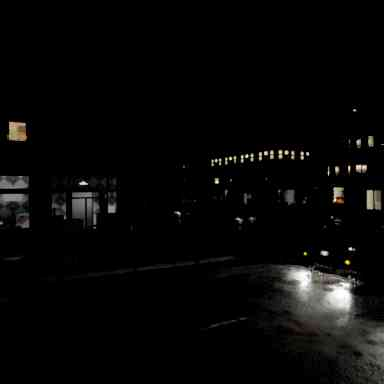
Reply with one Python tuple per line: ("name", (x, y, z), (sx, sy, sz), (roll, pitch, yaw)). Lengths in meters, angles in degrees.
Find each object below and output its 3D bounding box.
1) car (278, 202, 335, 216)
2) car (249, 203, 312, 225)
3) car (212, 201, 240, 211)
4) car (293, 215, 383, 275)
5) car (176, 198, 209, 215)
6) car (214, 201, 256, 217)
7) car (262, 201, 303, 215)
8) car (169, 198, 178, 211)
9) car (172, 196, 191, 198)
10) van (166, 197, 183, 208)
("car", (9.520, 1.708, 27.606), (2.128, 1.511, 4.902), (-1, 0, -29))
("car", (6.955, 1.814, 26.621), (1.947, 1.339, 4.313), (-1, 0, -29))
("car", (4.839, 1.967, 47.709), (1.802, 1.307, 4.206), (-1, 0, -29))
("car", (5.518, 1.562, 10.475), (4.181, 1.385, 1.994), (0, 0, -29))
("car", (0.249, 1.847, 38.773), (1.967, 1.590, 4.097), (-1, 0, -29))
("car", (4.429, 1.814, 36.651), (1.882, 1.535, 5.008), (-1, 0, -29))
("car", (10.269, 1.810, 38.063), (2.008, 1.369, 4.403), (-1, 0, -29))
("car", (-1.959, 2.009, 48.040), (1.812, 1.442, 4.674), (-1, 0, -29))
("car", (-1.915, 1.734, 54.433), (2.150, 2.045, 5.566), (-1, 0, -29))
("van", (-3.313, 1.908, 62.179), (1.690, 1.788, 3.998), (-1, 0, -29))
